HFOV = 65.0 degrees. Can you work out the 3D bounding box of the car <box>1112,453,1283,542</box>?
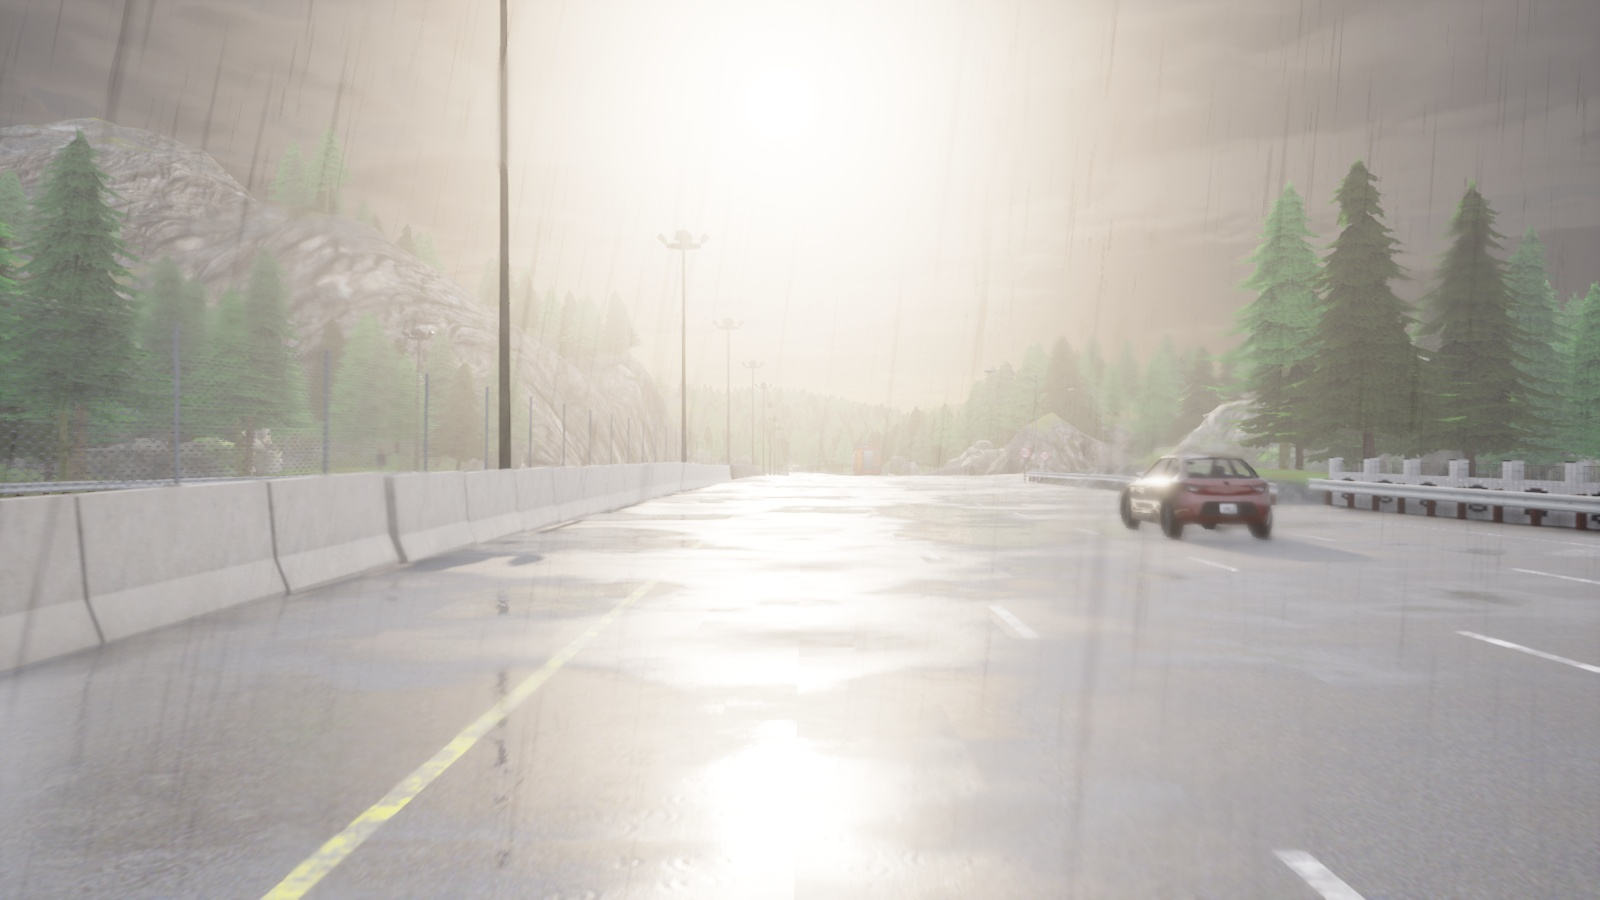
[{"bbox_3d":[7.146,0.809,23.022,1.816,1.474,4.193,0,0,0],"label":"car"}]
